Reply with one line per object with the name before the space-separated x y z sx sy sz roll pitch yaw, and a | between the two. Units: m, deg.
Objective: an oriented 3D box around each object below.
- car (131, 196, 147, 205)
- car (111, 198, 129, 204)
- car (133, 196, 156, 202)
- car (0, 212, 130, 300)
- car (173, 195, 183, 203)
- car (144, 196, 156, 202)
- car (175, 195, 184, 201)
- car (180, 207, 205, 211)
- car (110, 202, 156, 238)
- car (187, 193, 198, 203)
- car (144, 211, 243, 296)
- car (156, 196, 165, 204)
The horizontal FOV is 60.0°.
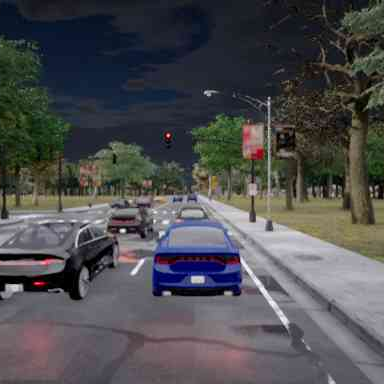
car | -9.765 1.523 61.932 2.128 1.511 4.902 0 0 1
car | -9.817 1.579 45.728 1.994 1.385 4.181 0 0 1
car | -6.564 1.494 46.522 1.882 1.535 5.008 0 0 0
car | -3.149 1.492 8.341 2.128 1.511 4.902 0 0 0
car | -3.201 1.524 73.567 1.882 1.535 5.008 0 0 0
car | -9.698 1.590 77.395 2.033 1.411 5.357 0 0 0
car | -3.193 1.480 83.982 2.033 1.411 5.357 0 0 0
car | 0.030 1.529 17.856 1.812 1.442 4.674 0 0 1
car | -3.140 1.508 17.513 1.837 1.490 4.892 0 0 0
car | 0.049 1.271 73.595 2.150 2.045 5.566 0 0 0
car | 0.108 1.478 8.657 1.882 1.535 5.008 0 0 0
car | -6.481 1.515 66.683 1.882 1.535 5.008 0 0 1
